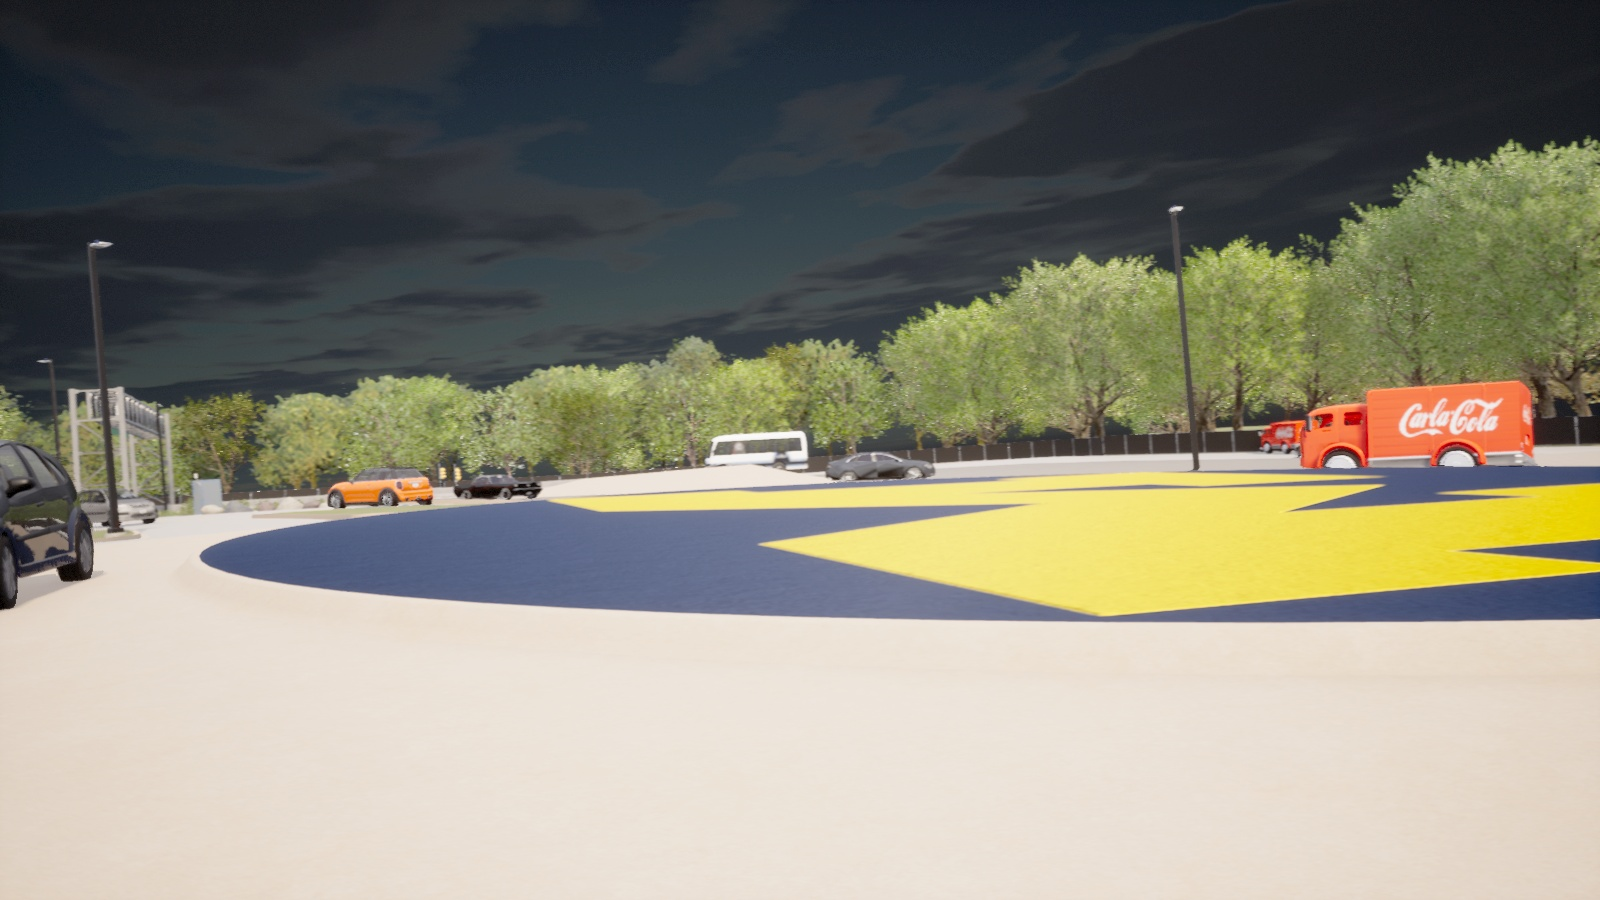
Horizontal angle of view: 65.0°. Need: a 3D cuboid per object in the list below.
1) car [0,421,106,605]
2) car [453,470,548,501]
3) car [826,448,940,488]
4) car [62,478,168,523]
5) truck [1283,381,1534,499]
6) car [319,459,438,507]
[{"bbox_3d":[-8.437,0.608,12.417,1.851,1.617,3.988,-4,1,-17],"label":"car"},{"bbox_3d":[-14.694,1.737,61.594,4.718,1.301,1.895,-3,-1,37],"label":"car"},{"bbox_3d":[3.664,0.792,55.684,4.902,1.511,2.128,-3,-1,3],"label":"car"},{"bbox_3d":[-28.177,2.080,51.665,3.988,1.617,1.851,-4,0,28],"label":"car"},{"bbox_3d":[15.204,-0.126,31.498,5.204,2.467,2.627,-3,-7,37],"label":"truck"},{"bbox_3d":[-17.315,1.371,51.553,4.553,1.767,2.097,-2,1,30],"label":"car"}]
